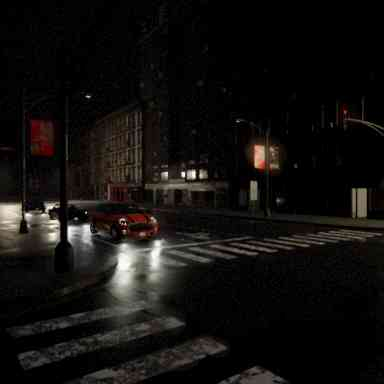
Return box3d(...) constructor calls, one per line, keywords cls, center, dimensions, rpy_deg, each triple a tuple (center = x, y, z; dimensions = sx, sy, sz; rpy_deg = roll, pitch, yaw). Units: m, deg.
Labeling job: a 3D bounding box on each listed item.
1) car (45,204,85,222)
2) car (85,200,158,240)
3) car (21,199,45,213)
box3d(cls="car", center=(-9.469, 1.570, 25.282), dimensions=(1.895, 1.301, 4.718), rpy_deg=(0, 0, -36))
box3d(cls="car", center=(-3.587, 1.352, 17.096), dimensions=(2.097, 1.767, 4.553), rpy_deg=(0, 0, -36))
box3d(cls="car", center=(-17.222, 1.454, 36.083), dimensions=(1.812, 1.442, 4.674), rpy_deg=(0, 0, -35))
